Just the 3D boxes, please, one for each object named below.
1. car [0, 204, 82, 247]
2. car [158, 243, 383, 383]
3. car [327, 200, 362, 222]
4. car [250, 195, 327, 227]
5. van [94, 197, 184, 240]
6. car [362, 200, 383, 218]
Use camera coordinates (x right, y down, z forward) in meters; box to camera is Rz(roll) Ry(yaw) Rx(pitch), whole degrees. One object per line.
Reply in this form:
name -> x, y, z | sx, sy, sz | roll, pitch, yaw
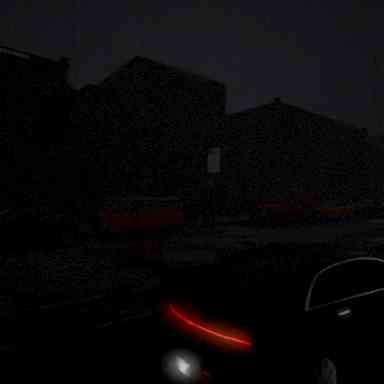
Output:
car -> -6.989, 1.324, 13.521 | 4.553, 1.767, 2.185 | 0, 0, -36
car -> 1.875, 1.507, 4.777 | 4.892, 1.490, 1.837 | 0, 0, -35
car -> 10.952, 1.464, 26.382 | 5.008, 1.535, 2.097 | 0, 0, -36
car -> 6.536, 1.209, 23.216 | 5.566, 2.045, 2.435 | 0, 0, -36
van -> -2.618, 1.227, 16.654 | 4.442, 1.987, 1.878 | 0, 0, -36
car -> 15.443, 1.469, 29.602 | 4.892, 1.521, 2.231 | 0, 0, -36
